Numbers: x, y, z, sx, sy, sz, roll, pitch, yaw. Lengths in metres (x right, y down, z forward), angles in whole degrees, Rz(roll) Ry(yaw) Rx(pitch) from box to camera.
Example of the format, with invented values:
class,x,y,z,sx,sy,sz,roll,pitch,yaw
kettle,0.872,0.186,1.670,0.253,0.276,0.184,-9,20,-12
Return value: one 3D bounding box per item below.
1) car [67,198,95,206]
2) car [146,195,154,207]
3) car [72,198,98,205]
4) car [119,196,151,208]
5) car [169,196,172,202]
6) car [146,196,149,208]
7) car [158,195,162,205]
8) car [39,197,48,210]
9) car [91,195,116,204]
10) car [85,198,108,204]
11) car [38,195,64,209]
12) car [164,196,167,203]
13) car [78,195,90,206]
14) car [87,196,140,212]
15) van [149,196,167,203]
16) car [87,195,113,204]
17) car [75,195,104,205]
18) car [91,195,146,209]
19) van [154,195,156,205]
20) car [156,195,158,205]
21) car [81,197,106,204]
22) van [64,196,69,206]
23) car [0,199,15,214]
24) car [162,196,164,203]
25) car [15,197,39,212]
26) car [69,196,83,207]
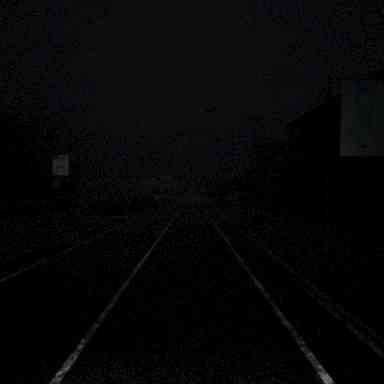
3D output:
class,x,y,z,sx,sy,sz,roll,pitch,yaw
car,-21.901,1.899,65.613,4.792,1.488,2.163,0,-1,0
car,-8.866,1.415,48.949,5.566,2.045,2.435,0,-1,0
car,-21.963,1.933,68.398,4.792,1.488,2.163,0,-1,0
car,-8.807,1.572,51.748,4.553,1.767,2.185,0,-1,0
car,-8.880,2.279,93.790,5.008,1.535,2.097,0,-1,0
car,-8.844,1.637,46.141,4.892,1.521,2.231,0,-1,0
car,-8.842,1.835,62.960,5.008,1.535,2.097,0,-1,0
car,-21.921,1.651,43.338,4.674,1.452,2.002,0,0,0
car,-21.923,1.849,82.201,5.566,2.045,2.435,0,-1,0
car,-21.941,2.056,76.628,4.674,1.452,2.002,0,-1,0
car,-21.887,1.541,48.907,4.553,1.767,2.185,0,-1,0
car,-8.860,2.019,76.976,5.008,1.535,2.097,0,-1,0
car,-21.739,1.798,60.043,5.366,1.575,1.946,0,-1,0
car,-8.837,1.569,37.736,4.892,1.521,2.231,0,0,0
van,-8.759,1.923,85.385,4.442,1.987,1.878,0,-1,0
car,-21.919,1.808,79.539,5.566,2.045,2.435,0,-1,0
car,-21.909,1.688,71.185,5.566,2.045,2.435,0,-1,0
car,-8.869,1.336,40.539,5.566,2.045,2.435,0,0,0
van,-8.724,1.506,54.554,4.442,1.987,1.878,0,-1,0
car,-8.836,1.768,57.355,4.892,1.521,2.231,0,-1,0
car,-21.935,1.978,73.968,5.008,1.535,2.097,0,-1,0
van,-22.034,1.472,51.689,4.442,1.987,1.878,0,-1,0
car,-21.919,1.552,34.983,5.008,1.535,2.097,0,0,0
car,-8.879,1.619,65.767,5.566,2.045,2.435,0,-1,0
car,-21.926,1.587,40.551,5.008,1.535,2.097,0,0,0
car,-21.919,1.806,57.257,4.674,1.452,2.002,0,-1,0
